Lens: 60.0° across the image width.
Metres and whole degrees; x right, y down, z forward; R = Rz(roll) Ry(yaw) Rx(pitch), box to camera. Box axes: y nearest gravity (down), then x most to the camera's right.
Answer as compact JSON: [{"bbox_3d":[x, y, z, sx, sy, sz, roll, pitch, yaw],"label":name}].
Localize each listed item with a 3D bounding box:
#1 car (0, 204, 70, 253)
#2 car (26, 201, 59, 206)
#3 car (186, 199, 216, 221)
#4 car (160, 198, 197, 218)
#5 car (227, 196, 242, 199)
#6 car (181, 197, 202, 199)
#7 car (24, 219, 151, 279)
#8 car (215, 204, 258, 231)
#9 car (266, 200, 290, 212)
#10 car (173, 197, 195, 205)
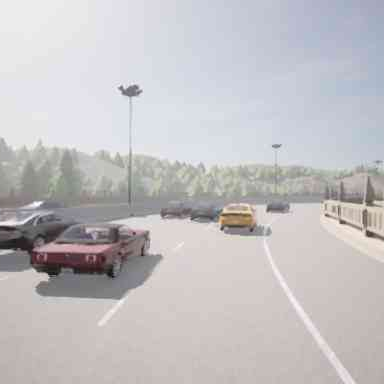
[{"bbox_3d":[-5.770,1.439,12.571,2.128,1.511,4.902,0,0,8],"label":"car"},{"bbox_3d":[-13.027,1.474,28.938,2.033,1.411,5.357,0,0,17],"label":"car"},{"bbox_3d":[1.318,1.525,27.054,1.994,1.385,4.181,0,0,18],"label":"car"},{"bbox_3d":[-1.254,1.521,30.250,1.994,1.385,4.181,0,0,20],"label":"car"},{"bbox_3d":[8.305,1.593,66.968,2.128,1.511,4.902,0,0,42],"label":"car"},{"bbox_3d":[0.209,1.494,49.984,2.128,1.511,4.902,0,0,31],"label":"car"},{"bbox_3d":[-2.639,1.563,9.989,1.895,1.301,4.718,0,0,7],"label":"car"},{"bbox_3d":[2.931,1.445,20.333,1.882,1.535,5.008,0,0,14],"label":"car"},{"bbox_3d":[10.033,1.552,38.523,1.994,1.385,4.181,0,0,28],"label":"car"},{"bbox_3d":[-1.429,1.601,60.247,1.994,1.385,4.181,0,0,35],"label":"car"}]
